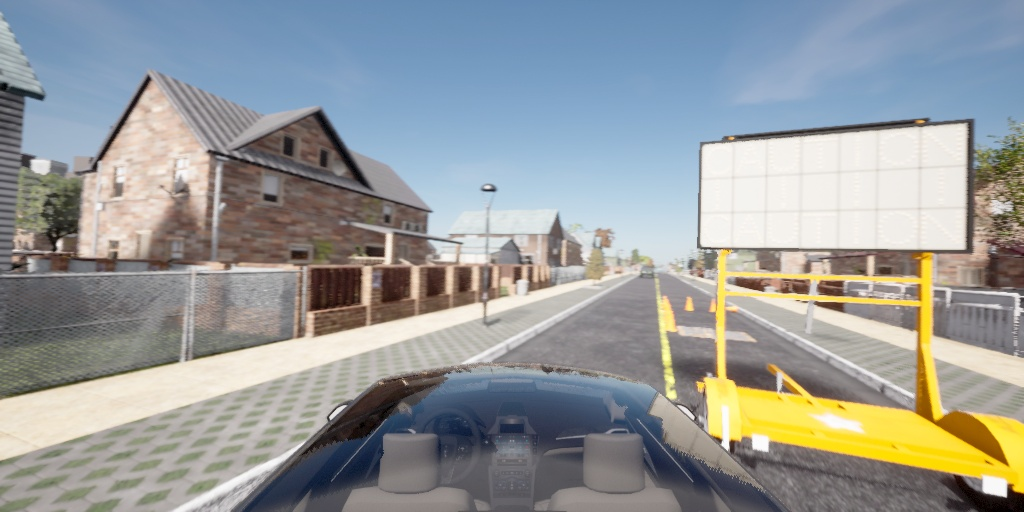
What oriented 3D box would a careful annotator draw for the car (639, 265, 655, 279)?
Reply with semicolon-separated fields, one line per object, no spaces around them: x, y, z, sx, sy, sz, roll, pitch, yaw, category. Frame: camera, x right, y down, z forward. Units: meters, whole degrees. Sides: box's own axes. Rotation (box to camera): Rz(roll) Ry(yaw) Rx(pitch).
21.922;2.528;58.136;2.150;2.045;5.566;1;-1;22;car

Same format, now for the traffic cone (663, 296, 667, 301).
6.348;2.081;14.777;0.340;0.580;0.340;0;0;22;traffic cone

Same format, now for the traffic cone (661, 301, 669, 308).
5.609;2.031;12.920;0.340;0.580;0.340;0;0;22;traffic cone

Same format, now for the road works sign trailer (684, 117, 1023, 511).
3.382;0.349;4.129;2.380;3.560;2.880;0;0;22;road works sign trailer

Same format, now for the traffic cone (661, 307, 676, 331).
4.870;1.982;11.062;0.340;0.580;0.340;0;0;22;traffic cone
